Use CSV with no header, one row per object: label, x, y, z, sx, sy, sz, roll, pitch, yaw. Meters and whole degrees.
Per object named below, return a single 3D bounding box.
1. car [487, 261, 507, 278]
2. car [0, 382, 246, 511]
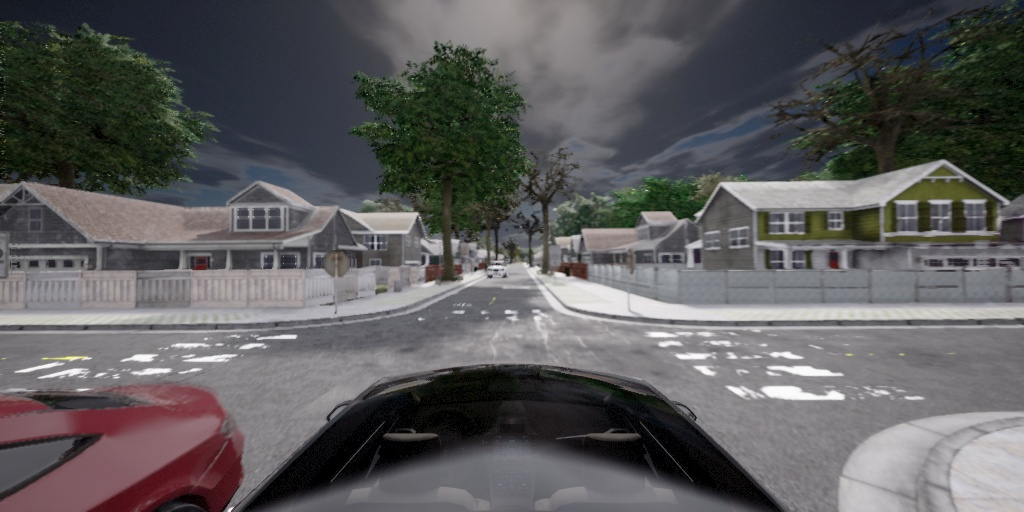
car,-1.756,1.583,43.392,2.150,2.045,5.566,0,-1,1
car,-2.743,1.284,0.572,1.812,1.442,4.674,0,-1,1
